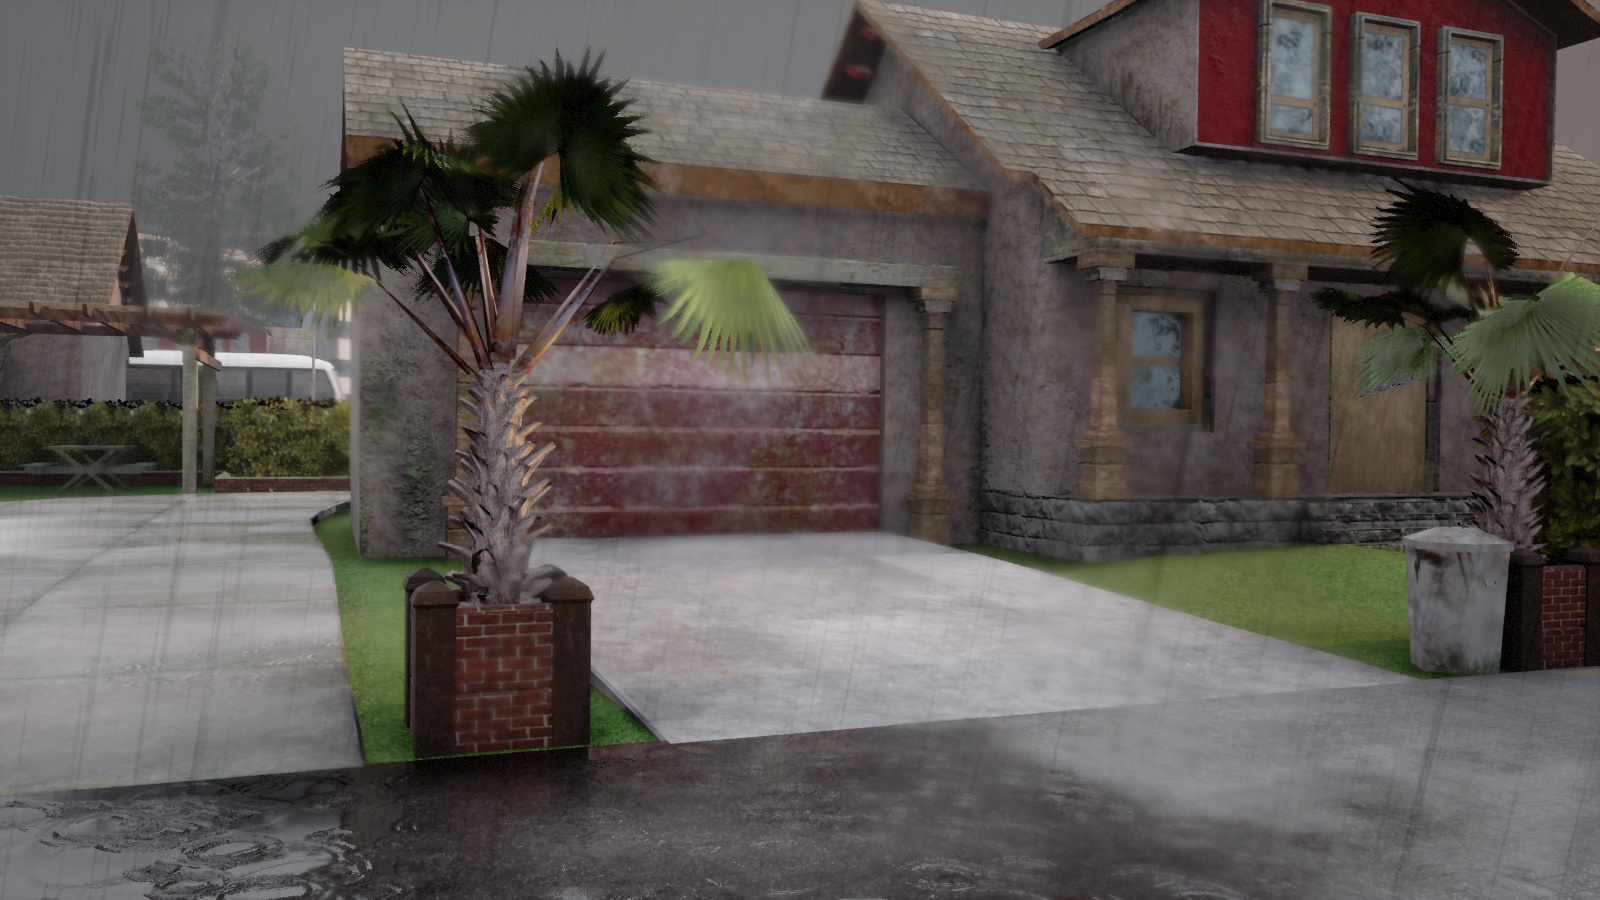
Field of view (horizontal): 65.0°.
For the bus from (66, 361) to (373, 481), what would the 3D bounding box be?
[{"bbox_3d":[-21.990,-1.128,48.397,10.273,4.253,3.944,-1,1,-21],"label":"bus"}]
